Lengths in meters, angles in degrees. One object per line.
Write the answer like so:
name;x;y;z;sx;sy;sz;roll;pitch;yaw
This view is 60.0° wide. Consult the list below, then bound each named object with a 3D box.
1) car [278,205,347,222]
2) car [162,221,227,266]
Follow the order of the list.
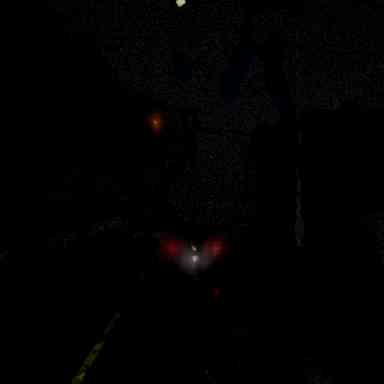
car;9.104;1.633;25.220;4.718;1.301;1.895;0;-1;-2
car;0.111;1.657;11.723;1.895;1.301;4.718;0;0;1
